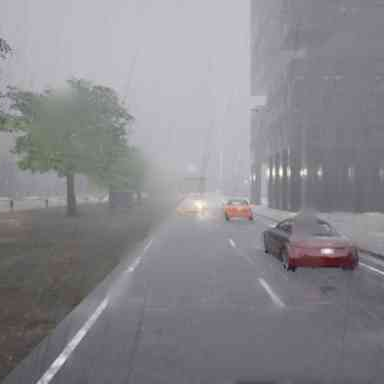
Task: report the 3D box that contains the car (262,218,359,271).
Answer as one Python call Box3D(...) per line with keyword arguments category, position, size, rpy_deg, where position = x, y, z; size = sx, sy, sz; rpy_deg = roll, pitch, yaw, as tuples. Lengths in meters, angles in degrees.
Box3D(category="car", position=(3.606, 1.548, 10.862), size=(1.994, 1.385, 4.181), rpy_deg=(0, 0, 0))

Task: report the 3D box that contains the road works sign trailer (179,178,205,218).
Box3D(category="road works sign trailer", position=(0.032, 0.464, 30.598), size=(2.380, 3.560, 2.880), rpy_deg=(0, 0, 0))

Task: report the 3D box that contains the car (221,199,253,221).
Box3D(category="car", position=(3.611, 1.345, 27.392), size=(2.097, 1.767, 4.553), rpy_deg=(0, 0, 0))
